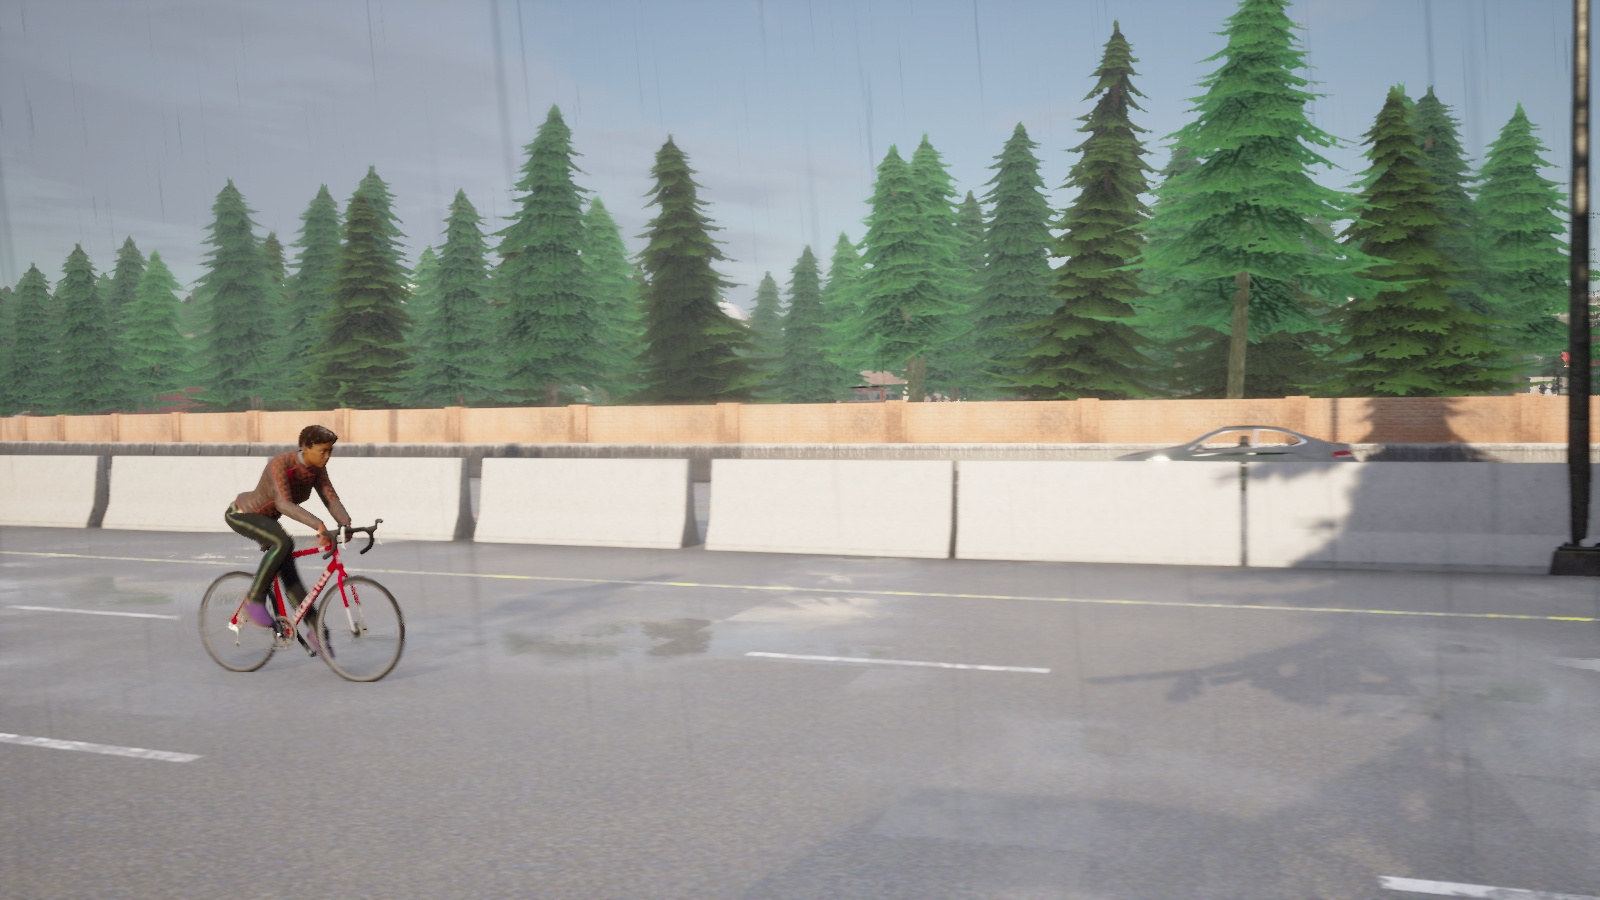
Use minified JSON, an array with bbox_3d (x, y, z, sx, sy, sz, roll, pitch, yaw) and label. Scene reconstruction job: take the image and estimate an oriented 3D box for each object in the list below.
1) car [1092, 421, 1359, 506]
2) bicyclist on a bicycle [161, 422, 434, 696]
[{"bbox_3d":[8.740,0.227,26.083,5.027,1.651,2.152,1,1,18],"label":"car"},{"bbox_3d":[-3.218,0.640,8.038,1.656,1.620,0.582,1,1,20],"label":"bicyclist on a bicycle"}]
